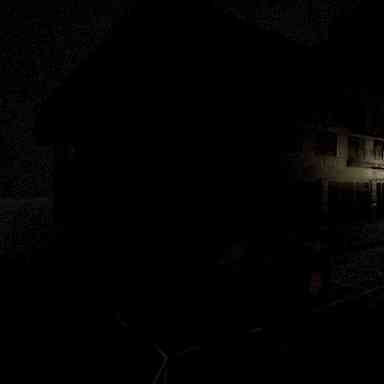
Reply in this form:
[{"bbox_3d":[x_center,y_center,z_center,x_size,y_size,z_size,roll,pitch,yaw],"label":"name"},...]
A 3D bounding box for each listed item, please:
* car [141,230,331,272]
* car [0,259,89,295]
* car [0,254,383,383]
[{"bbox_3d":[1.072,1.534,6.971,4.507,1.381,1.887,0,0,-35],"label":"car"},{"bbox_3d":[-3.331,1.568,3.834,4.313,1.339,1.947,0,0,-35],"label":"car"},{"bbox_3d":[-0.444,1.599,2.741,4.718,1.301,1.895,0,0,-35],"label":"car"}]
